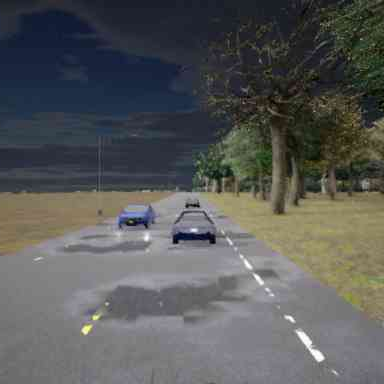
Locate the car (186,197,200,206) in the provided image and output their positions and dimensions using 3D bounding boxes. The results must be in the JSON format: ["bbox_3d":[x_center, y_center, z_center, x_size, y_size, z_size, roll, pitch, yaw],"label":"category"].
[{"bbox_3d":[0.085,1.441,48.485,1.994,1.385,4.181,0,1,0],"label":"car"}]

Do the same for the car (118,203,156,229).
[{"bbox_3d":[-3.536,1.496,21.992,1.882,1.535,5.008,0,0,1],"label":"car"}]

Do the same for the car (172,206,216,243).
[{"bbox_3d":[0.096,1.599,16.292,1.994,1.385,4.181,0,0,0],"label":"car"}]
